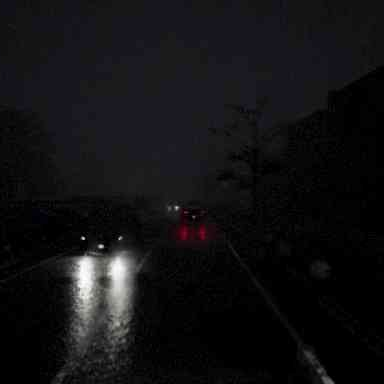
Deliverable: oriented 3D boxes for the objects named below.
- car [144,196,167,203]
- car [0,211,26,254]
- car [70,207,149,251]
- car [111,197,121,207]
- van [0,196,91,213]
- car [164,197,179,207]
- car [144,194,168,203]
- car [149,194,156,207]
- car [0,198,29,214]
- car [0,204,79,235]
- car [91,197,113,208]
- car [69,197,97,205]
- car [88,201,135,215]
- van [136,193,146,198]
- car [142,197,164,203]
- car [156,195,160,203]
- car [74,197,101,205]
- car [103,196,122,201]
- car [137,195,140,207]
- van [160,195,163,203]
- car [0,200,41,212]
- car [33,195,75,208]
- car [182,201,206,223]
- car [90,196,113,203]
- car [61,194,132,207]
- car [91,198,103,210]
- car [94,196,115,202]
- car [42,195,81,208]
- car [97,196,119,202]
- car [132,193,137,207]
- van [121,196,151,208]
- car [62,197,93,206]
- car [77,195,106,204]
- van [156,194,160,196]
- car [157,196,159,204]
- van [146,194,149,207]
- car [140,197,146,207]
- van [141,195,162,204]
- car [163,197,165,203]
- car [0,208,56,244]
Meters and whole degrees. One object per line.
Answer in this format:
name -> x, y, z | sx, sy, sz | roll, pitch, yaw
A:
car -> -8.679, 1.819, 78.931 | 5.366, 1.575, 1.946 | 0, 0, 0
car -> -8.843, 1.570, 11.644 | 4.792, 1.488, 2.163 | 0, 0, 0
car -> -3.328, 1.635, 14.830 | 2.033, 1.411, 5.357 | 0, 0, 0
car -> -8.839, 1.522, 28.464 | 4.553, 1.767, 2.185 | 0, 0, 0
van -> -8.755, 1.368, 20.055 | 4.442, 1.987, 1.878 | 0, 0, 0
car -> -3.205, 1.858, 58.240 | 2.033, 1.411, 5.357 | 0, 0, 1
car -> -8.836, 1.567, 81.735 | 5.566, 2.045, 2.435 | 0, 0, 0
car -> -8.840, 1.538, 50.891 | 5.566, 2.045, 2.435 | 0, 0, 0
car -> -21.980, 1.591, 39.224 | 4.553, 1.767, 2.185 | 0, 0, 0
car -> -8.866, 1.576, 17.250 | 5.008, 1.535, 2.097 | 0, 0, 0
car -> -8.839, 1.504, 25.661 | 4.553, 1.767, 2.185 | 0, 0, 0
car -> -21.940, 1.839, 66.987 | 5.008, 1.535, 2.097 | 0, 0, 0
car -> -8.867, 1.741, 36.873 | 4.674, 1.452, 2.002 | 0, 0, 0
van -> -8.985, 1.528, 45.284 | 4.442, 1.987, 1.878 | 0, 0, 0
car -> -8.868, 1.867, 76.128 | 4.674, 1.452, 2.002 | 0, 0, 0
car -> -8.896, 1.866, 62.109 | 4.792, 1.488, 2.163 | 0, 0, 0
car -> -21.939, 1.838, 69.765 | 4.892, 1.521, 2.231 | 0, 0, 0
car -> -21.914, 1.833, 91.969 | 4.792, 1.488, 2.163 | 0, 0, 0
car -> -8.900, 1.593, 39.677 | 4.553, 1.767, 2.185 | 0, 0, 0
van -> -8.749, 1.612, 67.714 | 4.442, 1.987, 1.878 | 0, 0, 0
car -> -21.920, 1.764, 42.000 | 4.792, 1.488, 2.163 | 0, 0, 0
car -> -21.976, 1.553, 53.104 | 5.566, 2.045, 2.435 | 0, 0, 0
car -> 0.139, 1.688, 27.022 | 1.812, 1.442, 4.674 | 0, -1, 0
car -> -21.950, 1.822, 80.867 | 4.892, 1.521, 2.231 | 0, 0, 0
car -> -8.842, 1.414, 31.268 | 5.566, 2.045, 2.435 | 0, 0, 0
car -> -8.902, 1.486, 22.857 | 4.553, 1.767, 2.185 | 0, 0, 0
car -> -21.973, 1.846, 83.642 | 4.792, 1.488, 2.163 | 0, 0, 0
car -> -21.918, 1.566, 55.881 | 5.566, 2.045, 2.435 | 0, 0, 0
car -> -21.758, 1.809, 86.417 | 5.366, 1.575, 1.946 | 0, 0, 0
car -> -8.841, 1.432, 34.071 | 5.566, 2.045, 2.435 | 0, 0, 0
van -> -8.984, 1.581, 53.692 | 4.442, 1.987, 1.878 | 0, 0, 0
car -> -22.131, 1.835, 64.210 | 5.366, 1.575, 1.946 | 0, 0, 0
car -> -21.916, 1.582, 72.539 | 5.566, 2.045, 2.435 | 0, 0, 0
van -> -8.983, 1.612, 64.913 | 4.442, 1.987, 1.878 | 0, 0, 0
car -> -8.864, 1.869, 59.302 | 4.674, 1.452, 2.002 | 0, 0, 0
van -> -8.985, 1.546, 48.087 | 4.442, 1.987, 1.878 | 0, 0, 0
car -> -8.862, 1.737, 42.479 | 4.892, 1.521, 2.231 | 0, 0, 0
van -> -8.982, 1.605, 73.325 | 4.442, 1.987, 1.878 | 0, 0, 0
car -> -8.860, 1.835, 70.522 | 5.008, 1.535, 2.097 | 0, 0, 0
car -> -8.843, 1.588, 14.447 | 4.792, 1.488, 2.163 | 0, 0, 0
